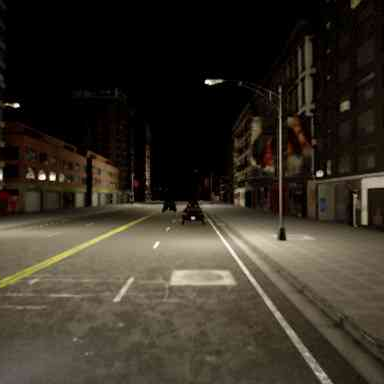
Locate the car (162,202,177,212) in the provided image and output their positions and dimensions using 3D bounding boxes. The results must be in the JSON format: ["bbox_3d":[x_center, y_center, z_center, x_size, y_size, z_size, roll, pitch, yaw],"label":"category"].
[{"bbox_3d":[-3.175,2.114,47.793,1.812,1.442,4.674,0,-1,0],"label":"car"}]

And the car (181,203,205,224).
[{"bbox_3d":[0.085,1.870,27.780,1.812,1.442,4.674,0,-1,0],"label":"car"}]

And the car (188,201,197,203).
[{"bbox_3d":[0.073,2.086,47.340,1.837,1.490,4.892,0,-1,0],"label":"car"}]
